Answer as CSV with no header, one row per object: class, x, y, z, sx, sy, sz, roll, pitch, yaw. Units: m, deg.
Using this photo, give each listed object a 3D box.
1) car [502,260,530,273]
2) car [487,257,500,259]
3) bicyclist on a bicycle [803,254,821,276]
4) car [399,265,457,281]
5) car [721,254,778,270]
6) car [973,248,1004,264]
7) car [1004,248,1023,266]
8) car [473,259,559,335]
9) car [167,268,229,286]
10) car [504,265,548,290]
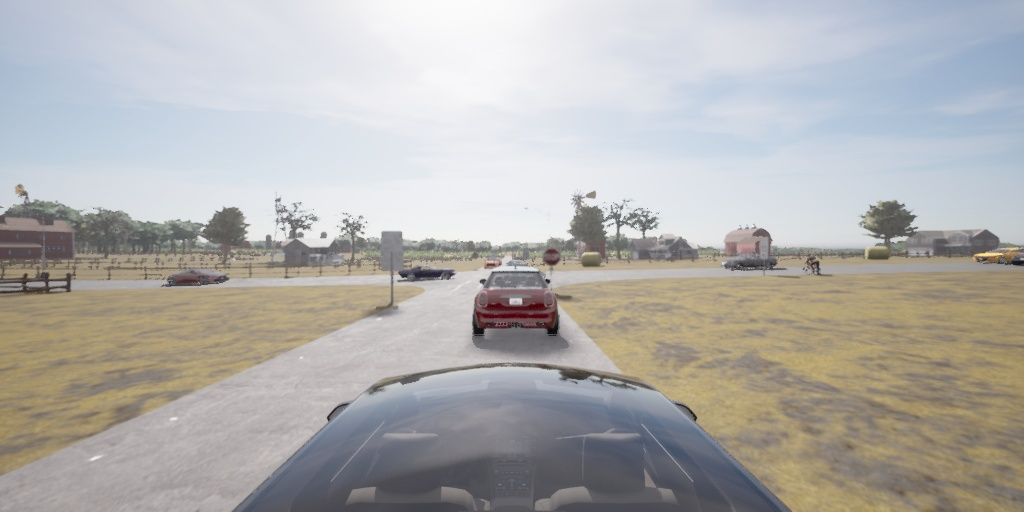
car,0.427,1.185,43.733,2.033,1.411,5.357,0,0,-14
car,-3.026,0.977,53.450,2.097,1.767,4.553,0,0,-1
bicyclist on a bicycle,22.834,0.676,27.311,0.582,1.620,1.656,-1,0,0
car,-7.206,1.394,31.165,4.718,1.301,1.895,-2,0,0
car,23.029,0.553,34.903,4.902,1.511,2.128,-1,1,0
car,48.155,-0.023,34.889,5.008,1.535,1.882,-1,1,0
car,46.630,0.175,31.301,4.181,1.385,1.994,-1,1,0
car,0.091,1.075,10.525,2.097,1.767,4.553,0,0,0
car,-27.156,1.782,31.114,4.181,1.385,1.994,-1,1,0
car,1.032,1.289,22.784,1.895,1.301,4.718,0,0,14
